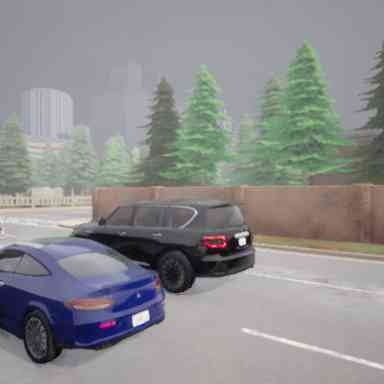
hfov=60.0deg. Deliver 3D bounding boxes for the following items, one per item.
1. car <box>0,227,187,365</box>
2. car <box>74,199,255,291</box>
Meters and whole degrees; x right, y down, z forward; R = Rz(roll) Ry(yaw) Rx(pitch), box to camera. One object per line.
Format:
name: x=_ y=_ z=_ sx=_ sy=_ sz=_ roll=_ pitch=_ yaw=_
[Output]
car: x=-2.544 y=1.526 z=5.807 sx=4.674 sy=1.442 sz=1.812 roll=0 pitch=0 yaw=36
car: x=-1.048 y=1.220 z=9.038 sx=5.566 sy=2.045 sz=2.150 roll=0 pitch=0 yaw=36
